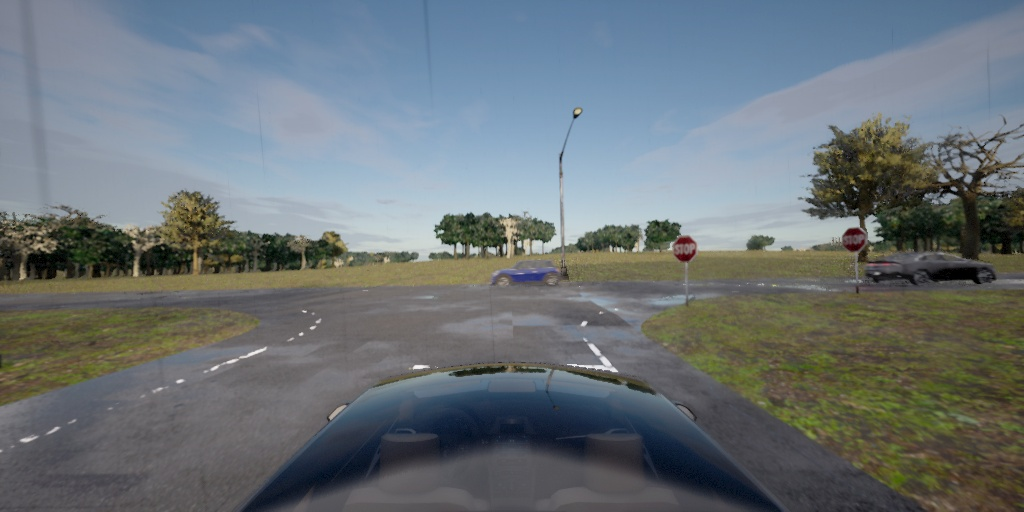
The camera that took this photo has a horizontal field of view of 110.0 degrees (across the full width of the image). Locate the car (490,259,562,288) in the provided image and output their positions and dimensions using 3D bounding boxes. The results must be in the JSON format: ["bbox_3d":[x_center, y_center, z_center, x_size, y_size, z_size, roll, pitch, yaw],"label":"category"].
[{"bbox_3d":[0.857,1.065,23.287,4.553,1.767,2.097,-2,0,-1],"label":"car"}]

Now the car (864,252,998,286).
[{"bbox_3d":[19.290,0.580,16.626,4.902,1.511,2.128,-1,-2,-1],"label":"car"}]
